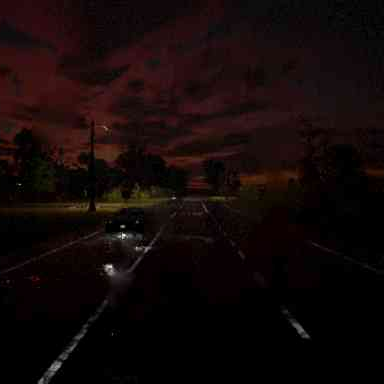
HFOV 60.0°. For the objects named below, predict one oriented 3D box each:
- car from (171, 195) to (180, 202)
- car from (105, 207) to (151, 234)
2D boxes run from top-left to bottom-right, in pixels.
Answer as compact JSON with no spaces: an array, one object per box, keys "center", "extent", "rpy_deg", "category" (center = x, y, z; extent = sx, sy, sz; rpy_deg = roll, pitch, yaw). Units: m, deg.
[{"center":[-3.376,1.434,70.029],"extent":[2.033,1.411,5.357],"rpy_deg":[0,0,0],"category":"car"},{"center":[-3.495,1.548,18.807],"extent":[1.994,1.385,4.181],"rpy_deg":[0,0,0],"category":"car"}]
